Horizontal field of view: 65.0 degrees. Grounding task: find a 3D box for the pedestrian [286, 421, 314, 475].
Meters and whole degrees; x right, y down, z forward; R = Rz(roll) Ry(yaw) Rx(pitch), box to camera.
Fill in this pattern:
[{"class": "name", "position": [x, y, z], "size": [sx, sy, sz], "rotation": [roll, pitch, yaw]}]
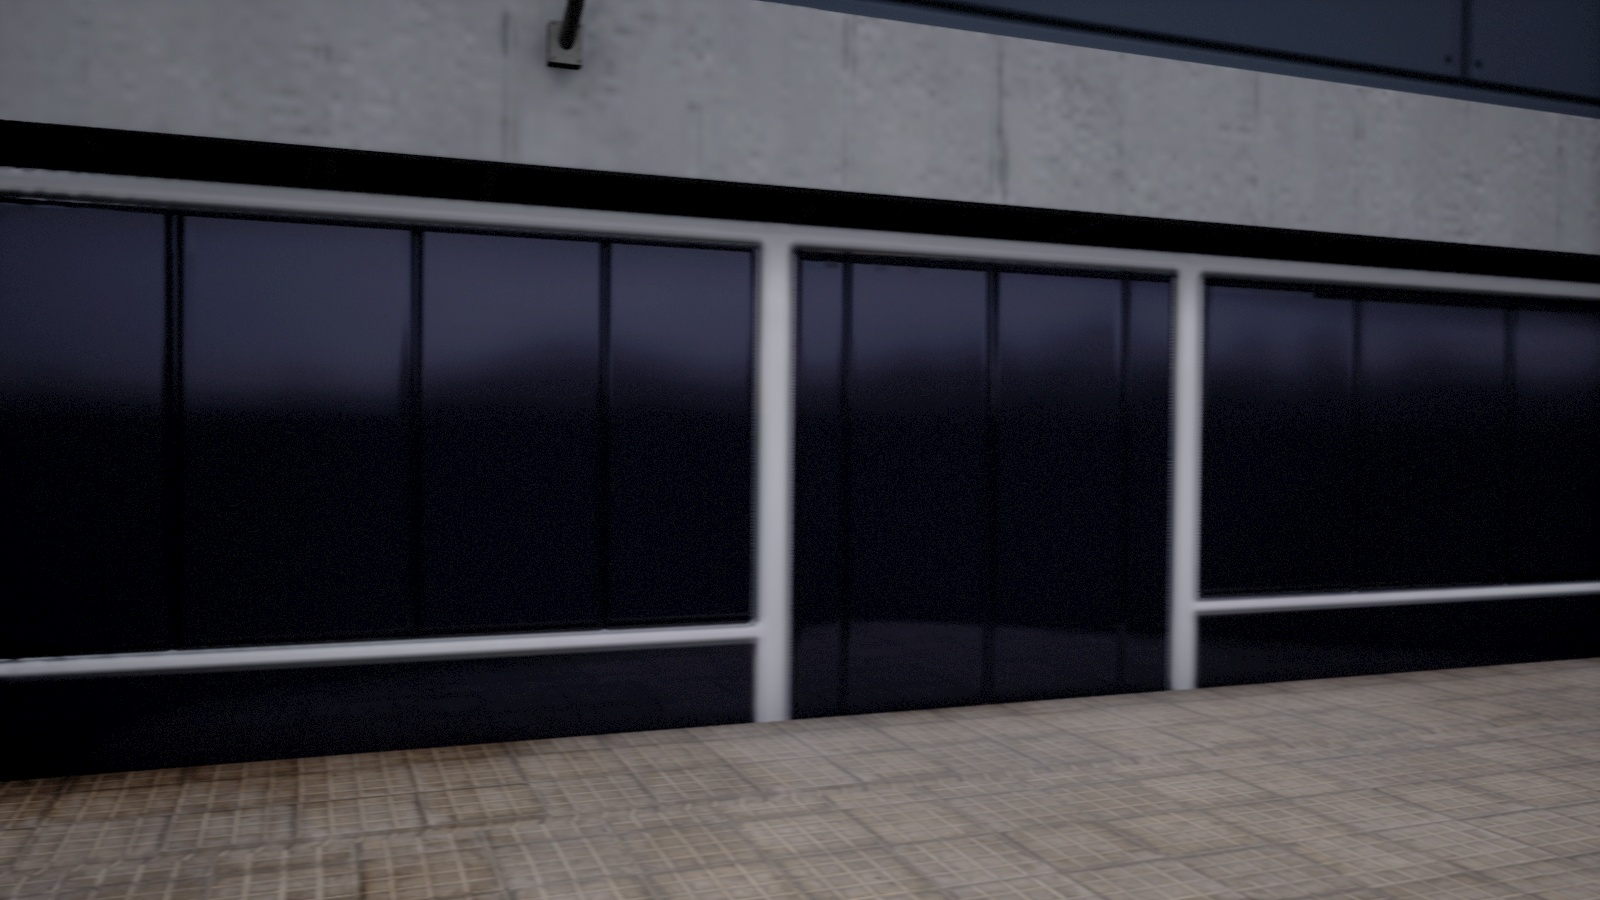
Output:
[{"class": "pedestrian", "position": [-17.712, -0.074, 44.510], "size": [0.849, 1.883, 0.563], "rotation": [-1, 1, -17]}]
